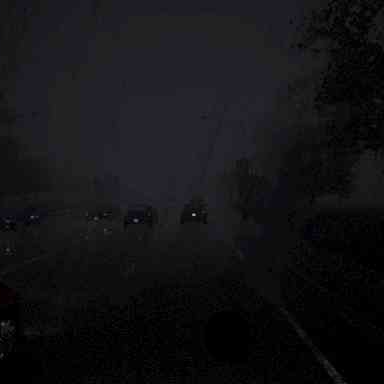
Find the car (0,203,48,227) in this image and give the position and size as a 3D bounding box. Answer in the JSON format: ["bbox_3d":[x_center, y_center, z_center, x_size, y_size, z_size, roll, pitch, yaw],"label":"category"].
[{"bbox_3d":[-10.576,1.486,20.222,1.882,1.535,5.008,0,0,0],"label":"car"}]

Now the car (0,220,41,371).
[{"bbox_3d":[-3.401,1.353,2.809,2.097,1.767,4.553,0,0,0],"label":"car"}]

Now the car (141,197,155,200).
[{"bbox_3d":[-8.186,1.567,61.966,2.033,1.411,5.357,0,0,9],"label":"car"}]

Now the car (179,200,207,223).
[{"bbox_3d":[0.143,1.574,25.329,1.994,1.385,4.181,0,0,0],"label":"car"}]

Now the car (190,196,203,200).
[{"bbox_3d":[0.627,1.369,42.119,2.097,1.767,4.553,0,0,3],"label":"car"}]

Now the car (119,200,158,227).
[{"bbox_3d":[-3.377,1.534,22.473,1.812,1.442,4.674,0,0,0],"label":"car"}]

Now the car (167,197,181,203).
[{"bbox_3d":[-3.675,1.601,67.437,1.895,1.301,4.718,0,0,10],"label":"car"}]

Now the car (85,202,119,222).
[{"bbox_3d":[-7.041,1.558,27.108,2.033,1.411,5.357,0,0,1],"label":"car"}]
